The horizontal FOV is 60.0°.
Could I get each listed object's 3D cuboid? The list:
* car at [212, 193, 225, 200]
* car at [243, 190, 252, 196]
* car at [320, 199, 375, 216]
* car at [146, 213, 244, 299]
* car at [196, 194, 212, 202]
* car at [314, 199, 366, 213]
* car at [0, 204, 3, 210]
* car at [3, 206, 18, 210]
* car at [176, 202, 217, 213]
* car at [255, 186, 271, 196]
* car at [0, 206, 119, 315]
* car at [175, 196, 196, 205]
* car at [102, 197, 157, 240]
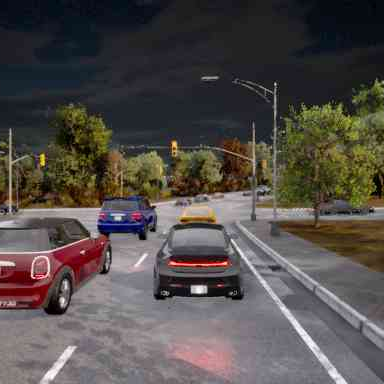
[{"bbox_3d":[5.928,0.927,75.823,1.812,1.442,4.674,0,3,26],"label":"car"},{"bbox_3d":[14.590,0.266,84.288,1.994,1.385,4.181,0,3,33],"label":"car"},{"bbox_3d":[15.176,1.591,33.217,5.357,1.411,2.033,-1,0,2],"label":"car"},{"bbox_3d":[0.150,1.516,8.425,1.837,1.490,4.892,0,0,1],"label":"car"},{"bbox_3d":[1.817,1.213,66.288,2.097,1.767,4.553,0,2,21],"label":"car"},{"bbox_3d":[16.368,1.533,36.977,4.902,1.511,2.128,-1,0,4],"label":"car"},{"bbox_3d":[-21.534,1.708,32.121,4.902,1.511,2.128,-1,0,4],"label":"car"},{"bbox_3d":[-21.189,1.826,35.611,4.718,1.301,1.895,-1,0,3],"label":"car"},{"bbox_3d":[0.340,1.518,17.804,1.882,1.535,5.008,0,0,2],"label":"car"},{"bbox_3d":[17.911,0.149,83.010,1.882,1.535,5.008,0,3,33],"label":"car"},{"bbox_3d":[-3.356,1.362,7.758,2.097,1.767,4.553,0,0,1],"label":"car"},{"bbox_3d":[-1.373,1.660,56.800,1.994,1.385,4.181,0,1,17],"label":"car"},{"bbox_3d":[-3.189,1.260,17.321,2.150,2.045,5.566,0,0,2],"label":"car"}]
